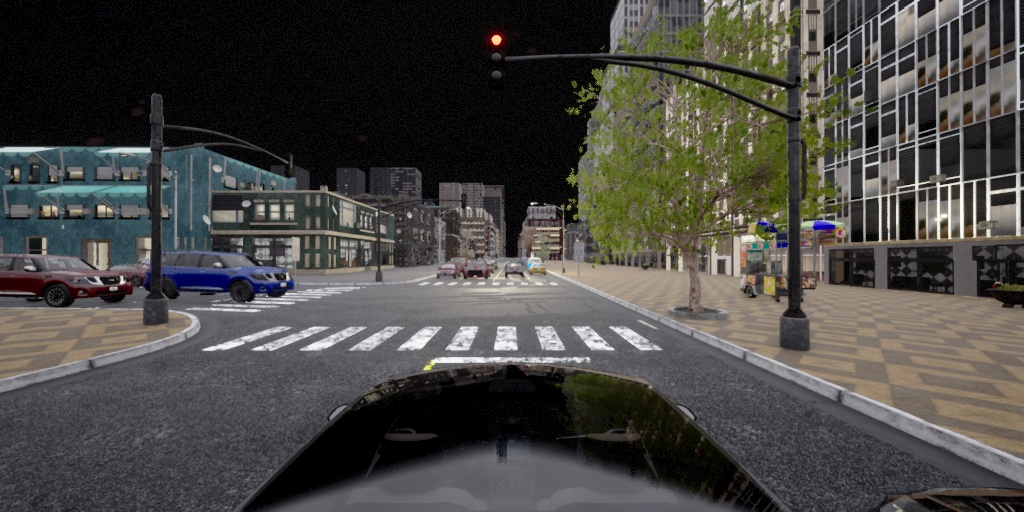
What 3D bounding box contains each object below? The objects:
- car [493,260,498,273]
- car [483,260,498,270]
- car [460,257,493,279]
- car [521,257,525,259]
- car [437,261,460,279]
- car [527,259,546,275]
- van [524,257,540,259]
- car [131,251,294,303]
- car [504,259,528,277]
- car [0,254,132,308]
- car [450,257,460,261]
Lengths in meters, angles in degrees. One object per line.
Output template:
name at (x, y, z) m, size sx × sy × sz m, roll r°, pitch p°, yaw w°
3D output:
car at (-3.077, 1.317, 42.115) m, size 1.994 × 1.385 × 4.181 m, roll 0°, pitch 0°, yaw 0°
car at (-3.062, 1.280, 52.197) m, size 1.812 × 1.442 × 4.674 m, roll 0°, pitch 0°, yaw 0°
car at (-3.082, 1.104, 32.201) m, size 2.097 × 1.767 × 4.553 m, roll 0°, pitch 0°, yaw 0°
car at (2.720, 1.305, 54.706) m, size 2.007 × 1.370 × 4.403 m, roll 0°, pitch 0°, yaw 0°
car at (-5.672, 1.334, 32.504) m, size 1.802 × 1.307 × 4.207 m, roll 0°, pitch 0°, yaw 0°
car at (2.711, 1.278, 38.223) m, size 1.751 × 1.417 × 4.829 m, roll 0°, pitch 0°, yaw 0°
van at (2.715, 1.094, 43.604) m, size 1.690 × 1.789 × 3.998 m, roll 0°, pitch 0°, yaw 0°
car at (-12.514, 0.830, 15.484) m, size 5.566 × 2.045 × 2.150 m, roll 1°, pitch 0°, yaw 4°
car at (0.189, 1.300, 35.746) m, size 2.033 × 1.411 × 5.357 m, roll 0°, pitch 0°, yaw -1°
car at (-17.151, 0.849, 13.122) m, size 5.009 × 1.841 × 2.192 m, roll 0°, pitch 0°, yaw -1°
car at (-5.669, 1.067, 38.055) m, size 2.192 × 1.841 × 5.009 m, roll 0°, pitch 0°, yaw 0°
